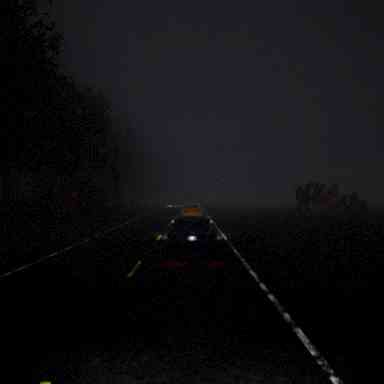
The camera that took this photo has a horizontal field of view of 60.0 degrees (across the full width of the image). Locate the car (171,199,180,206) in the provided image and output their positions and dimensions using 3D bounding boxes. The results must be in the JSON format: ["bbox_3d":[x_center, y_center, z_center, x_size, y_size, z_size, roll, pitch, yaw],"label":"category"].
[{"bbox_3d":[-3.499,2.148,70.965,1.812,1.442,4.674,0,0,0],"label":"car"}]

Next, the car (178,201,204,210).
[{"bbox_3d":[0.007,1.747,29.456,1.882,1.535,5.008,0,0,0],"label":"car"}]

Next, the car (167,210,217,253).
[{"bbox_3d":[0.006,1.697,14.310,1.994,1.385,4.181,0,0,0],"label":"car"}]
